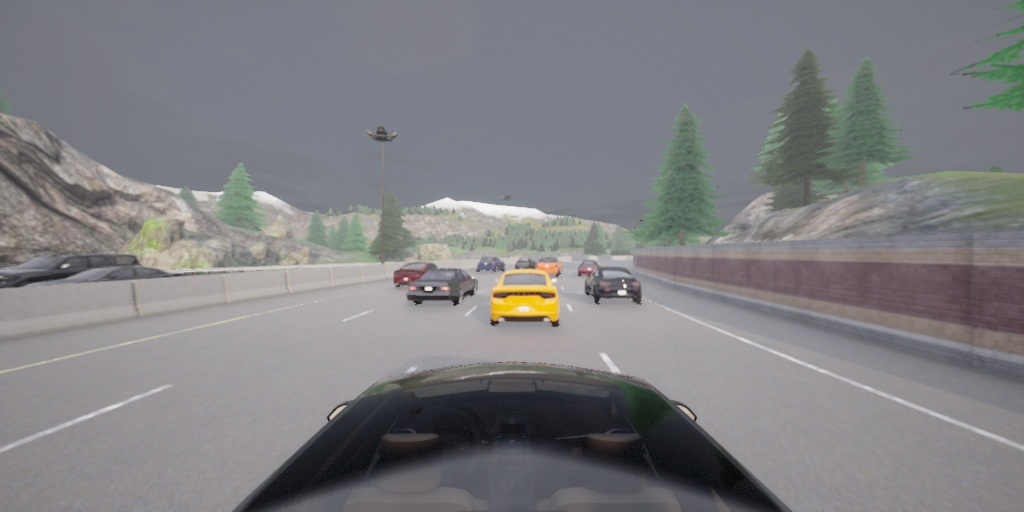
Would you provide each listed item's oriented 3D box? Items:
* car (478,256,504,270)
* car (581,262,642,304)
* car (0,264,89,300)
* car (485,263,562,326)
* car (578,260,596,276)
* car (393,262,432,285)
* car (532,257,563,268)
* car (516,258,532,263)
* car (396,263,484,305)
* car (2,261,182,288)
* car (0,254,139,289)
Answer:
[{"bbox_3d":[-2.192,0.832,38.932,2.097,1.767,4.553,0,0,14],"label":"car"},{"bbox_3d":[4.263,1.164,15.514,1.812,1.442,4.674,0,0,5],"label":"car"},{"bbox_3d":[-23.902,1.188,16.802,2.128,1.511,4.902,0,0,5],"label":"car"},{"bbox_3d":[0.438,1.155,11.450,1.882,1.535,5.008,0,0,3],"label":"car"},{"bbox_3d":[7.066,1.069,32.729,1.994,1.385,4.181,0,0,13],"label":"car"},{"bbox_3d":[-5.502,1.091,22.101,1.882,1.535,5.008,0,1,7],"label":"car"},{"bbox_3d":[3.374,0.869,32.274,2.097,1.767,4.553,0,0,12],"label":"car"},{"bbox_3d":[1.645,0.957,39.837,2.128,1.511,4.902,0,0,15],"label":"car"},{"bbox_3d":[-2.787,1.204,15.393,2.033,1.411,5.357,0,0,5],"label":"car"},{"bbox_3d":[-17.019,1.168,15.265,1.882,1.535,5.008,0,0,5],"label":"car"},{"bbox_3d":[-20.439,0.911,16.518,2.150,2.045,5.566,0,0,5],"label":"car"}]
